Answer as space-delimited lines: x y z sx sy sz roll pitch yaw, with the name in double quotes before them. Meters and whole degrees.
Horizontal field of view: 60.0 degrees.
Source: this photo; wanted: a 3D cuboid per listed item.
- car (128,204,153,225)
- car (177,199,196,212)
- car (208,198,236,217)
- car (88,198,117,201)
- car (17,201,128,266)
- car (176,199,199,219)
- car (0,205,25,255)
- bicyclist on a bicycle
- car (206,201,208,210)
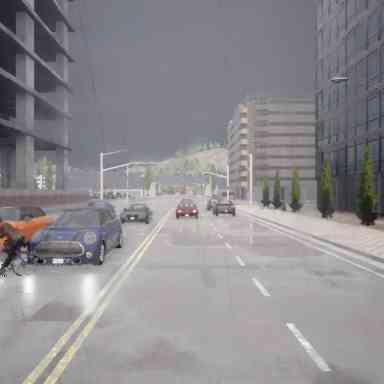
"car" -3.952 1.564 23.982 1.994 1.385 4.181 0 0 0
"car" -0.653 1.547 39.488 2.033 1.411 5.357 0 0 -1
"car" 3.013 1.491 31.871 2.128 1.511 4.902 0 0 -1
"car" -7.576 1.477 26.925 1.882 1.535 5.008 0 0 -1
"car" -3.799 1.352 11.566 2.097 1.767 4.553 0 0 -1
"car" -0.436 1.601 29.306 1.895 1.301 4.718 0 0 -1
"car" -7.312 1.352 13.213 2.097 1.767 4.553 0 0 -1
"bicyclist on a bicycle" -4.904 1.455 8.707 1.656 1.620 0.582 -2 0 -1
"car" 2.821 1.526 41.133 1.812 1.442 4.674 0 0 -1
